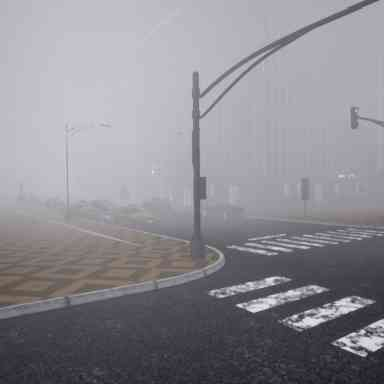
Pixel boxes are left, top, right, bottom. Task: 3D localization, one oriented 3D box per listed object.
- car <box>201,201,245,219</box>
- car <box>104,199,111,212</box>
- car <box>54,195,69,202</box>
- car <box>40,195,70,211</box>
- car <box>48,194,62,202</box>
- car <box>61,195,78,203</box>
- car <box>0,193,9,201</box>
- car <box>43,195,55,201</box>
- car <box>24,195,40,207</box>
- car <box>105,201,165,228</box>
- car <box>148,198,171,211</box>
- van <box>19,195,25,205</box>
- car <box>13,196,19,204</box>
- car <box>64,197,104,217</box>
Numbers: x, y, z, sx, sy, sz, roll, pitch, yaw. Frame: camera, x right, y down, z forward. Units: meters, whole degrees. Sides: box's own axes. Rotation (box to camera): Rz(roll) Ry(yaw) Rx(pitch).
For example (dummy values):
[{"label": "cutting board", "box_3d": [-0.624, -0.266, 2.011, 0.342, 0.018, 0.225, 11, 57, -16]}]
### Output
[{"label": "car", "box_3d": [2.496, 1.455, 27.700, 2.008, 1.369, 4.403, -1, 1, -36]}, {"label": "car", "box_3d": [-9.244, 1.460, 34.729, 2.128, 1.511, 4.902, -1, 1, -36]}, {"label": "car", "box_3d": [-26.753, 1.407, 68.269, 1.802, 1.307, 4.206, -1, 1, -36]}, {"label": "car", "box_3d": [-16.966, 1.429, 41.096, 1.967, 1.590, 4.097, -1, 1, -36]}, {"label": "car", "box_3d": [-29.992, 1.255, 72.783, 1.967, 1.590, 4.097, -1, 1, -36]}, {"label": "car", "box_3d": [-23.515, 1.385, 63.752, 2.008, 1.369, 4.403, -1, 1, -36]}, {"label": "car", "box_3d": [-46.109, 1.449, 81.740, 1.887, 1.381, 4.507, -1, 1, -36]}, {"label": "car", "box_3d": [-33.329, 1.331, 77.438, 1.752, 1.417, 4.829, -1, 1, -36]}, {"label": "car", "box_3d": [-23.443, 1.411, 50.128, 1.967, 1.590, 4.097, -1, 1, -36]}, {"label": "car", "box_3d": [-4.019, 1.552, 22.819, 1.752, 1.417, 4.829, -1, 1, -36]}, {"label": "car", "box_3d": [-4.040, 1.328, 36.691, 1.967, 1.590, 4.097, -1, 1, -36]}, {"label": "van", "box_3d": [-26.682, 1.302, 54.643, 1.690, 1.788, 3.998, -1, 1, -36]}, {"label": "car", "box_3d": [-33.157, 1.493, 63.677, 2.008, 1.369, 4.403, -1, 1, -36]}, {"label": "car", "box_3d": [-10.439, 1.533, 31.894, 1.752, 1.417, 4.829, -1, 1, -36]}]
